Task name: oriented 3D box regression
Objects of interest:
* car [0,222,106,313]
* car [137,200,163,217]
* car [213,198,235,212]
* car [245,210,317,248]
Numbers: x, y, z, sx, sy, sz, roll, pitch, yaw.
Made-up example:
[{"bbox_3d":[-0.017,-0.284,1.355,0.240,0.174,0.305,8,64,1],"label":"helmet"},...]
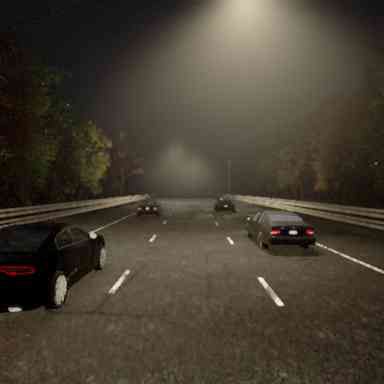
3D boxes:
[{"bbox_3d":[-3.427,1.432,7.720,1.882,1.535,5.008,0,0,0],"label":"car"},{"bbox_3d":[-3.582,1.370,28.903,2.033,1.411,5.357,0,0,-1],"label":"car"},{"bbox_3d":[3.336,1.347,34.974,1.994,1.385,4.181,0,0,-1],"label":"car"},{"bbox_3d":[3.548,1.461,14.234,2.033,1.411,5.357,0,0,0],"label":"car"}]
